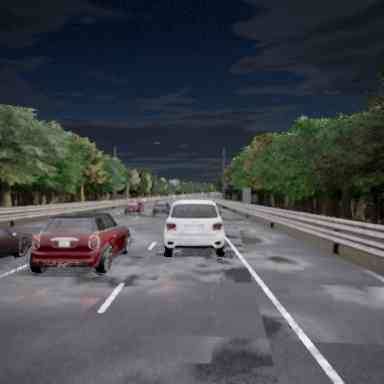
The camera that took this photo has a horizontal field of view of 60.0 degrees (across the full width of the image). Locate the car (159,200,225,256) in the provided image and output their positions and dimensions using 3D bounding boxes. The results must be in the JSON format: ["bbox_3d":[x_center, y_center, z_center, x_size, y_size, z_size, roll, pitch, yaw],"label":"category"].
[{"bbox_3d":[0.087,1.332,13.736,2.150,2.045,5.566,0,0,0],"label":"car"}]

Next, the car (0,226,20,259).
[{"bbox_3d":[-6.930,1.627,10.225,2.033,1.411,5.357,0,0,0],"label":"car"}]

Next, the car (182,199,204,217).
[{"bbox_3d":[0.102,1.642,35.252,2.097,1.767,4.553,0,-1,0],"label":"car"}]

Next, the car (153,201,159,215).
[{"bbox_3d":[-3.397,1.811,38.509,2.128,1.511,4.902,0,0,0],"label":"car"}]

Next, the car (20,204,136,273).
[{"bbox_3d":[-3.430,1.437,11.093,2.097,1.767,4.553,0,-1,0],"label":"car"}]

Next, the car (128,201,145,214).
[{"bbox_3d":[-6.896,1.858,40.074,1.812,1.442,4.674,0,0,0],"label":"car"}]
